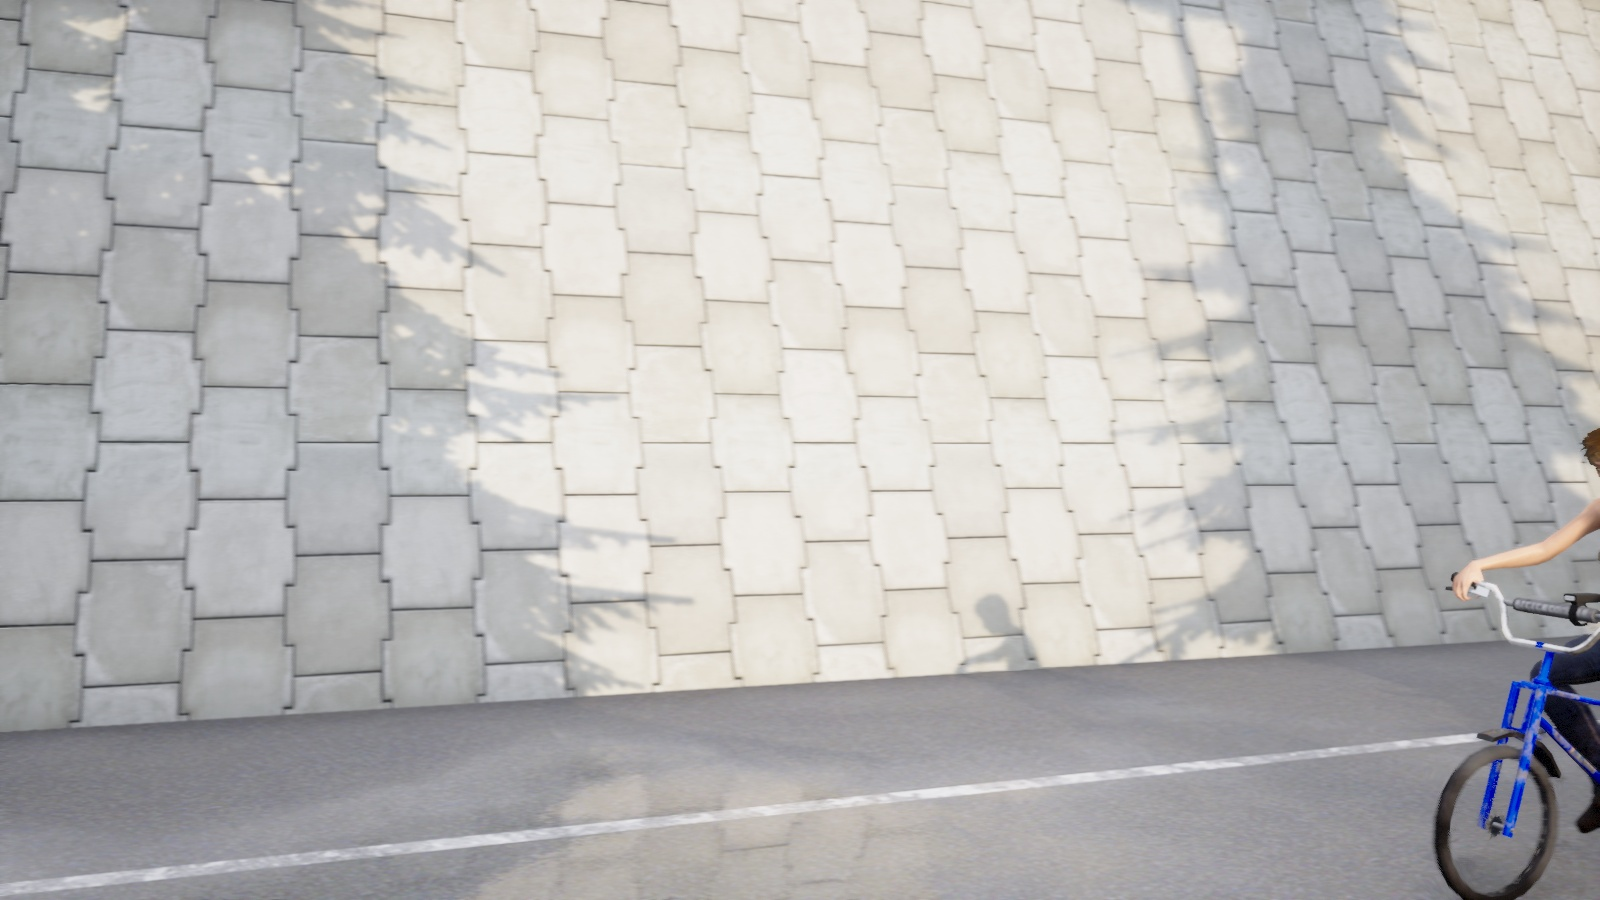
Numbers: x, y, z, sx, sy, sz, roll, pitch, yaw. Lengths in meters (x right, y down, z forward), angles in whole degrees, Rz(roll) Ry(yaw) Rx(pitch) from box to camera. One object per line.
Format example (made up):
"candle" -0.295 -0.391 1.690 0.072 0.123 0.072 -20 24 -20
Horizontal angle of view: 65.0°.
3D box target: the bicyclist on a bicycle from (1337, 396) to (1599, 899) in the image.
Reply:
"bicyclist on a bicycle" 2.754 0.635 4.279 1.509 1.612 0.866 -1 1 -20
